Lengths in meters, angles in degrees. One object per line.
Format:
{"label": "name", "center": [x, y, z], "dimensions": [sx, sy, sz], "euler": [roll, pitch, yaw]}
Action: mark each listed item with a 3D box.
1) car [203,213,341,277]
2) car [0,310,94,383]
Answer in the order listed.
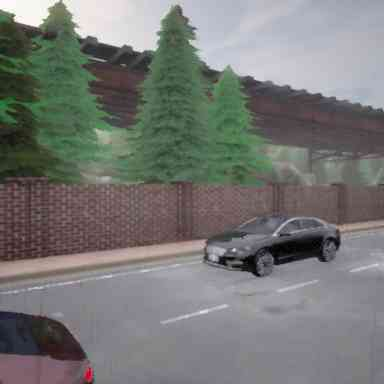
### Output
{"label": "car", "center": [2.562, 1.436, 10.106], "dimensions": [4.902, 1.511, 2.128], "euler": [-1, 0, -35]}
{"label": "car", "center": [-2.748, 1.572, 2.032], "dimensions": [4.181, 1.385, 1.994], "euler": [0, 0, -35]}
